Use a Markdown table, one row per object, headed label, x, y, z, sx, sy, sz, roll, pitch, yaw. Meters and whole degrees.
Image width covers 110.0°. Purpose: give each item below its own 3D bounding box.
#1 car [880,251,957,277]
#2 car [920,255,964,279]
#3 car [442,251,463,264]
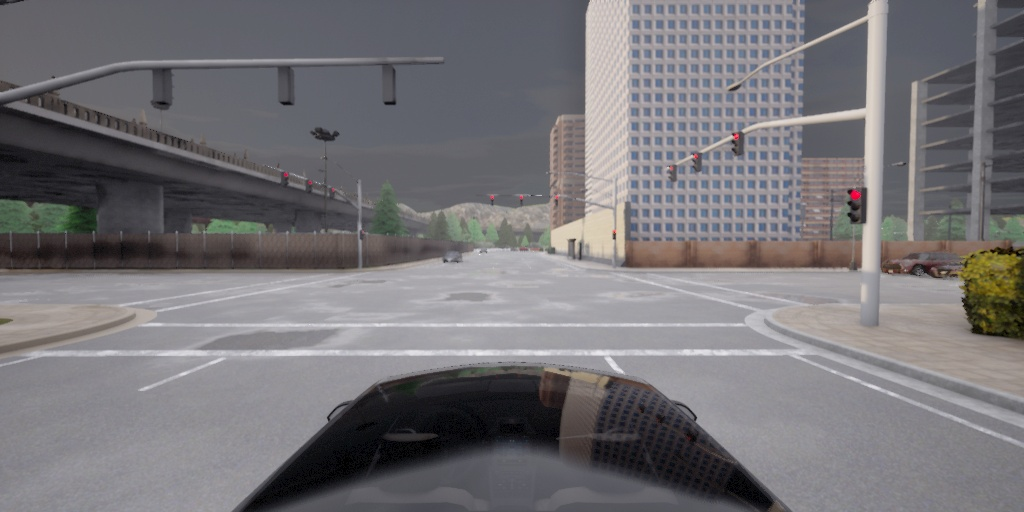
| label | x | y | z | sx | sy | sz | roll | pitch | yaw |
| --- | --- | --- | --- | --- | --- | --- | --- | --- | --- |
| car | 29.022 | 0.511 | 25.318 | 4.553 | 1.767 | 2.097 | 0 | 2 | 0 |
| car | 28.276 | 0.818 | 21.828 | 4.181 | 1.385 | 1.994 | 0 | 2 | 0 |
| car | -7.018 | 0.172 | 42.686 | 2.128 | 1.511 | 4.902 | 0 | 2 | 0 |
